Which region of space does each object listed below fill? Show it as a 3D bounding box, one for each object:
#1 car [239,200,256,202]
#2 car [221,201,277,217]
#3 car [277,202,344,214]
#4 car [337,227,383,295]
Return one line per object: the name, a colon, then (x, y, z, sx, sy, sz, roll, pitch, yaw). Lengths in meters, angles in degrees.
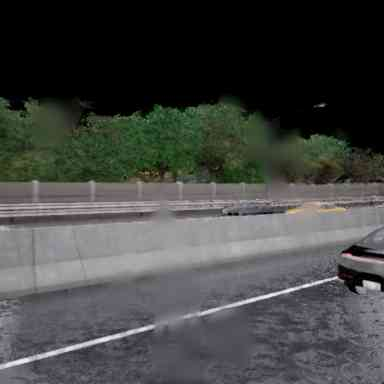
car: (4.723, 1.469, 28.842, 4.902, 1.511, 2.128, 0, 0, -35)
car: (4.639, 1.587, 24.486, 4.718, 1.301, 1.895, 0, 0, -35)
car: (8.464, 1.456, 22.913, 5.008, 1.535, 1.882, 0, 0, -35)
car: (5.255, 1.491, 7.490, 4.902, 1.511, 2.128, 0, 0, -35)
